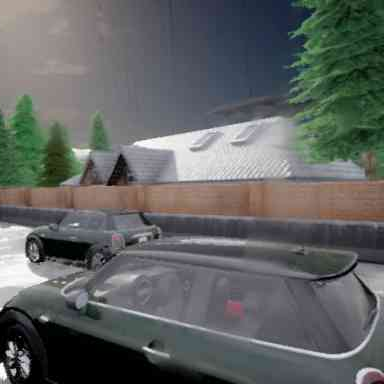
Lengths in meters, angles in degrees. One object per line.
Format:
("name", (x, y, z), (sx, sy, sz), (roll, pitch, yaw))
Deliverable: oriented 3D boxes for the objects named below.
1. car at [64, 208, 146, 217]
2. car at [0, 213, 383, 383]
("car", (-3.007, 1.270, 9.969), (4.553, 1.767, 2.097), (0, 1, 36))
("car", (-0.187, 1.306, 3.737), (4.553, 1.767, 2.097), (0, 1, 34))
